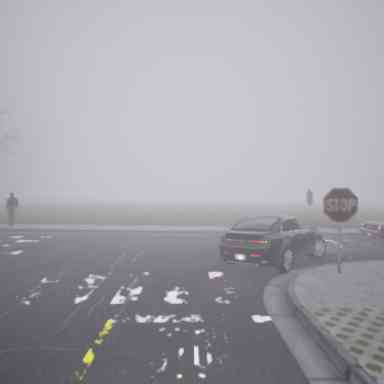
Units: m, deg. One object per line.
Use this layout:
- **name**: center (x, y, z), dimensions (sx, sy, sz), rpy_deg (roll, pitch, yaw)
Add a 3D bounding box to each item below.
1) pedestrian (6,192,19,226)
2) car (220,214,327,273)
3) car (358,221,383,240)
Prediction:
- **pedestrian**: center (-9.724, 0.878, 17.920), dimensions (0.375, 1.860, 0.375), rpy_deg (0, 0, 0)
- **car**: center (2.728, 1.481, 10.698), dimensions (1.837, 1.490, 4.892), rpy_deg (-2, -2, 37)
- **car**: center (10.270, 1.653, 15.174), dimensions (4.718, 1.301, 1.895), rpy_deg (1, 1, -1)
